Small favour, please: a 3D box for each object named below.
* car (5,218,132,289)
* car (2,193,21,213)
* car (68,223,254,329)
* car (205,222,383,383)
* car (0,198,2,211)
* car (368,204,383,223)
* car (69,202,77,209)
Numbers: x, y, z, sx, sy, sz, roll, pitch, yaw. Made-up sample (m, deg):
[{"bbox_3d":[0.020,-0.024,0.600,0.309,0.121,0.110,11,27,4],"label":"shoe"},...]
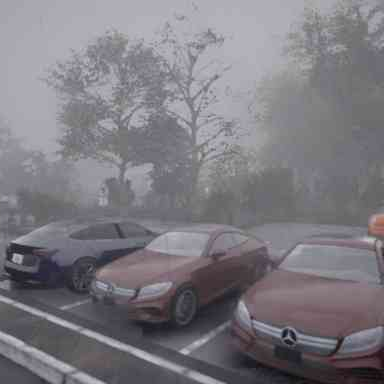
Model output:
[{"bbox_3d":[-2.201,1.412,8.724,2.163,1.488,4.792,0,0,36],"label":"car"},{"bbox_3d":[-15.822,1.134,34.320,2.435,2.045,5.566,1,0,36],"label":"car"},{"bbox_3d":[0.078,1.438,7.051,2.002,1.452,4.674,0,0,36],"label":"car"},{"bbox_3d":[2.371,1.454,5.401,2.002,1.452,4.674,0,0,36],"label":"car"},{"bbox_3d":[-18.188,1.238,36.016,2.185,1.767,4.553,1,0,36],"label":"car"},{"bbox_3d":[9.671,1.287,15.604,2.185,1.767,4.553,0,0,36],"label":"car"},{"bbox_3d":[-13.592,1.280,32.651,2.185,1.767,4.553,1,0,36],"label":"car"}]
